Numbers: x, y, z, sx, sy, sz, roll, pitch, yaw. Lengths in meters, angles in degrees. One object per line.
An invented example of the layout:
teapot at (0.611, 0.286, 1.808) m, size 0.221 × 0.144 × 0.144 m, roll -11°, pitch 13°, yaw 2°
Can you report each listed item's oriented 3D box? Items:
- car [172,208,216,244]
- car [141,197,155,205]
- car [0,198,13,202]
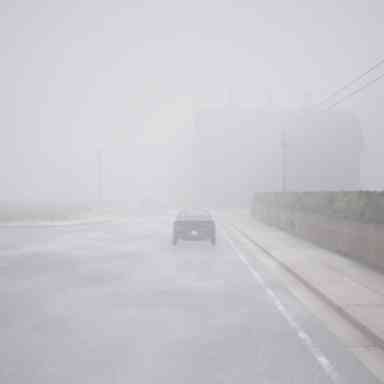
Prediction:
car at (0.095, 1.517, 16.049) m, size 1.882 × 1.535 × 5.008 m, roll 0°, pitch 0°, yaw 0°
car at (-8.131, 1.657, 61.613) m, size 1.837 × 1.490 × 4.892 m, roll 0°, pitch 0°, yaw 6°
car at (-31.297, 1.678, 52.718) m, size 5.357 × 1.411 × 2.033 m, roll 0°, pitch 0°, yaw 0°
